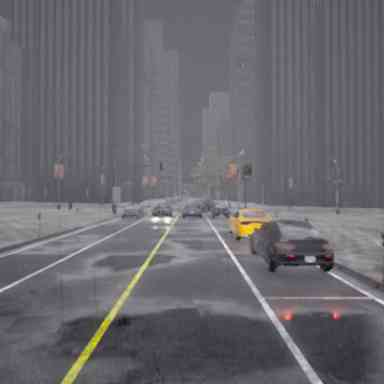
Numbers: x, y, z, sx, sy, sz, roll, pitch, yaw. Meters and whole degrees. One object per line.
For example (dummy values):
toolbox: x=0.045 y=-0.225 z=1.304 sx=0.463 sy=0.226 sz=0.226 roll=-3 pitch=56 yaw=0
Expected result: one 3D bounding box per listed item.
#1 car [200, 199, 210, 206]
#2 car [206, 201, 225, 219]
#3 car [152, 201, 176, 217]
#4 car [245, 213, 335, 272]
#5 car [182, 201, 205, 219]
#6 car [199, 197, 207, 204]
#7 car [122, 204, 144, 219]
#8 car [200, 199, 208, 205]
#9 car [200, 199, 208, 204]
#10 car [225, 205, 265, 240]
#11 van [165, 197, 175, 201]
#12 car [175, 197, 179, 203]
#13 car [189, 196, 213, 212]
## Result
car: x=2.894 y=2.325 z=75.028 sx=2.008 sy=1.369 sz=4.403 roll=0 pitch=-1 yaw=0
car: x=2.738 y=1.884 z=32.847 sx=2.008 sy=1.369 sz=4.403 roll=0 pitch=-1 yaw=0
car: x=-3.064 y=1.921 z=35.111 sx=1.994 sy=1.385 sz=4.181 roll=0 pitch=-1 yaw=0
car: x=3.140 y=1.638 z=11.143 sx=1.812 sy=1.442 sz=4.674 roll=0 pitch=-1 yaw=0
car: x=0.025 y=1.904 z=33.536 sx=1.994 sy=1.385 sz=4.181 roll=0 pitch=-1 yaw=0
car: x=3.031 y=2.265 z=91.568 sx=2.192 sy=1.841 sz=5.009 roll=0 pitch=-1 yaw=0
car: x=-5.787 y=1.885 z=32.843 sx=2.008 sy=1.369 sz=4.403 roll=0 pitch=-1 yaw=0
car: x=2.941 y=2.360 z=80.710 sx=1.752 sy=1.417 sz=4.829 roll=0 pitch=-1 yaw=0
car: x=2.985 y=2.442 z=86.053 sx=2.008 sy=1.369 sz=4.403 roll=0 pitch=-1 yaw=0
car: x=3.126 y=1.660 z=18.144 sx=1.882 sy=1.535 sz=5.008 roll=0 pitch=-1 yaw=0
van: x=-5.585 y=2.176 z=80.611 sx=1.690 sy=1.788 sz=3.998 roll=0 pitch=-1 yaw=0
car: x=-5.494 y=2.518 z=91.632 sx=1.947 sy=1.339 sz=4.313 roll=0 pitch=-1 yaw=0
car: x=2.216 y=1.824 z=45.512 sx=2.097 sy=1.767 sz=4.553 roll=0 pitch=-1 yaw=42
